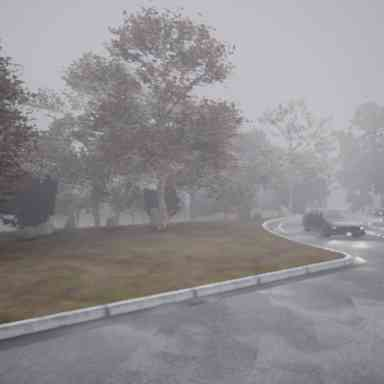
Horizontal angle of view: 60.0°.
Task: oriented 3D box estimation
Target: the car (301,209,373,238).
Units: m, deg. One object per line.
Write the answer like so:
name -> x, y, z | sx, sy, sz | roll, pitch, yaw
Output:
car -> 7.894, 1.725, 19.191 | 2.033, 1.411, 5.357 | 0, 0, 2

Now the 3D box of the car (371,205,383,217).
car -> 20.835, 1.878, 34.287 | 4.892, 1.490, 1.837 | 1, -2, -9
